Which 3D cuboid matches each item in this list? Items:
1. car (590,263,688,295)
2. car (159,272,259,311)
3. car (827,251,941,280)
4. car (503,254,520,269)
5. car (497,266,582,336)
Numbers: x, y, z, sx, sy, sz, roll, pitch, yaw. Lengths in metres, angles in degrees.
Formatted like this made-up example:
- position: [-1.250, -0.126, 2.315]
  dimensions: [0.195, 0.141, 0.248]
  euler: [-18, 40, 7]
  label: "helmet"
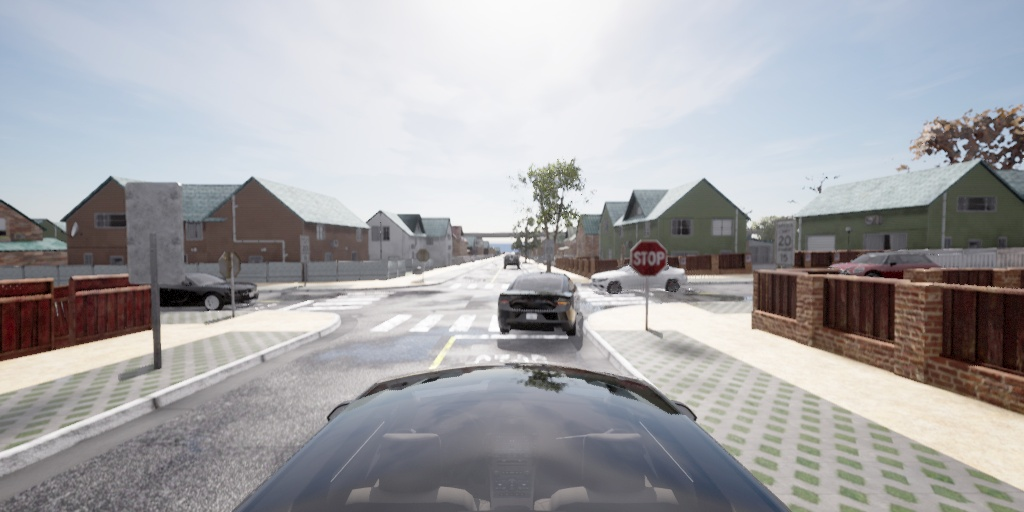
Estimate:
- position: [6.230, 1.023, 17.695]
  dimensions: [4.674, 1.442, 1.812]
  euler: [-1, 2, -6]
  label: "car"
- position: [-13.312, 1.403, 14.859]
  dimensions: [5.008, 1.535, 1.882]
  euler: [-1, 2, -1]
  label: "car"
- position: [18.560, 0.621, 18.065]
  dimensions: [4.553, 1.767, 2.097]
  euler: [-1, 2, 0]
  label: "car"
- position: [-0.036, 0.706, 50.653]
  dimensions: [2.150, 2.045, 5.566]
  euler: [0, 0, 0]
  label: "car"
- position: [0.946, 1.182, 10.382]
  dimensions: [1.882, 1.535, 5.008]
  euler: [0, 0, 12]
  label: "car"
